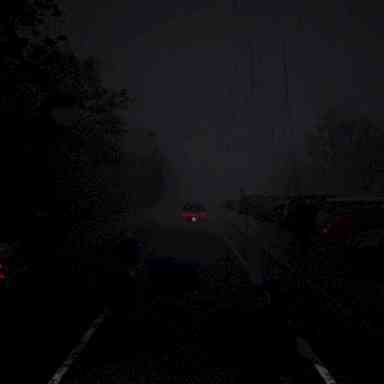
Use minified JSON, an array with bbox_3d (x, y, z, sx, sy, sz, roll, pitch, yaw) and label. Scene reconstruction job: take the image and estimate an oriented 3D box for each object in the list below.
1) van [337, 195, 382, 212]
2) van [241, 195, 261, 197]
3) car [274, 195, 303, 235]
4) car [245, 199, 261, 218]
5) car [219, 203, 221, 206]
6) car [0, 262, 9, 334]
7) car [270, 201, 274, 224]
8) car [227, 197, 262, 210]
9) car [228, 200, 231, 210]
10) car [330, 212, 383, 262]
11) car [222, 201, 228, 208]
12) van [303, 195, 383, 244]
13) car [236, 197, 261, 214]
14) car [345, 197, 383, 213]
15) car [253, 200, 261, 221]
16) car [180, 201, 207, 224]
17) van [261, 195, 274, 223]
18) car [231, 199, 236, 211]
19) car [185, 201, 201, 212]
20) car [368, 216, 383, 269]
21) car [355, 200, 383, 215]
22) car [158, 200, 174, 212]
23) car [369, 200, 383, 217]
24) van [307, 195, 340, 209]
[{"bbox_3d":[20.344,1.407,40.475,4.442,1.987,1.878,0,-1,0],"label":"van"},{"bbox_3d":[7.249,1.355,35.163,4.442,1.987,1.878,0,-1,0],"label":"van"},{"bbox_3d":[7.108,1.151,15.747,5.566,2.045,2.435,0,0,0],"label":"car"},{"bbox_3d":[7.080,1.527,26.834,4.792,1.488,2.163,0,-1,0],"label":"car"},{"bbox_3d":[7.184,1.773,51.809,4.892,1.521,2.231,0,-1,0],"label":"car"},{"bbox_3d":[-3.348,1.212,1.854,2.150,2.045,5.566,0,0,0],"label":"car"},{"bbox_3d":[7.116,1.444,18.498,4.792,1.488,2.163,0,0,0],"label":"car"},{"bbox_3d":[7.194,1.568,46.262,4.553,1.767,2.185,0,-1,0],"label":"car"},{"bbox_3d":[7.177,1.666,40.712,4.792,1.488,2.163,0,-1,0],"label":"car"},{"bbox_3d":[7.067,1.476,10.196,4.674,1.452,2.002,0,0,0],"label":"car"},{"bbox_3d":[7.127,1.412,43.492,5.566,2.045,2.435,0,-1,0],"label":"car"},{"bbox_3d":[6.955,1.193,12.971,4.442,1.987,1.878,0,0,0],"label":"van"},{"bbox_3d":[7.130,1.553,32.385,5.008,1.535,2.097,0,-1,0],"label":"car"},{"bbox_3d":[20.188,1.479,37.705,4.553,1.767,2.185,0,-1,0],"label":"car"},{"bbox_3d":[7.105,1.510,24.056,4.674,1.452,2.002,0,-1,0],"label":"car"},{"bbox_3d":[0.137,1.615,25.103,1.895,1.301,4.718,0,0,0],"label":"car"},{"bbox_3d":[6.978,1.216,21.283,4.442,1.987,1.878,0,-1,0],"label":"van"},{"bbox_3d":[7.143,1.648,37.937,4.674,1.452,2.002,0,-1,0],"label":"car"},{"bbox_3d":[0.172,1.761,41.472,1.895,1.301,4.718,0,-1,0],"label":"car"},{"bbox_3d":[7.051,1.453,7.420,5.008,1.535,2.097,0,0,0],"label":"car"},{"bbox_3d":[20.207,1.578,35.058,5.008,1.535,2.097,0,-1,0],"label":"car"},{"bbox_3d":[-3.268,1.695,42.140,1.812,1.442,4.674,0,-1,0],"label":"car"},{"bbox_3d":[20.199,1.549,32.162,5.008,1.535,2.097,0,-1,0],"label":"car"},{"bbox_3d":[20.375,1.543,51.673,4.442,1.987,1.878,0,-1,0],"label":"van"}]
